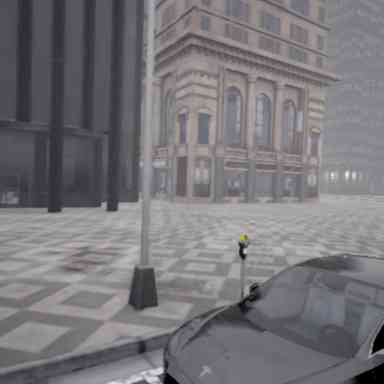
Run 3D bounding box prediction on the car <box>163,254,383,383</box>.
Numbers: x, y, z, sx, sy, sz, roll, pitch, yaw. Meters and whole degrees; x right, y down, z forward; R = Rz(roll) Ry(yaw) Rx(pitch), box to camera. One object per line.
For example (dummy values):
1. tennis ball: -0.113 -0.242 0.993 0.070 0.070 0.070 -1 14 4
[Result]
1. car: 1.782 1.496 3.780 4.313 1.339 1.947 1 2 -33
